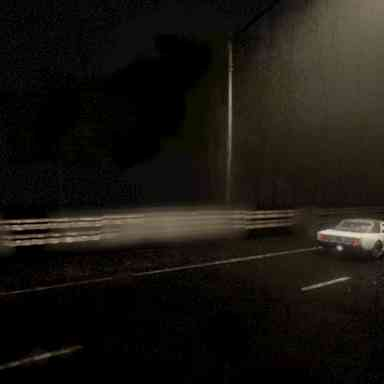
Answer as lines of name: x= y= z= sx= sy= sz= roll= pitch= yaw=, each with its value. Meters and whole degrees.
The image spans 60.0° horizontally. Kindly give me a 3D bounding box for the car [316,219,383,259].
car: x=7.128 y=1.738 z=13.233 sx=4.718 sy=1.301 sz=1.895 roll=1 pitch=0 yaw=-35
